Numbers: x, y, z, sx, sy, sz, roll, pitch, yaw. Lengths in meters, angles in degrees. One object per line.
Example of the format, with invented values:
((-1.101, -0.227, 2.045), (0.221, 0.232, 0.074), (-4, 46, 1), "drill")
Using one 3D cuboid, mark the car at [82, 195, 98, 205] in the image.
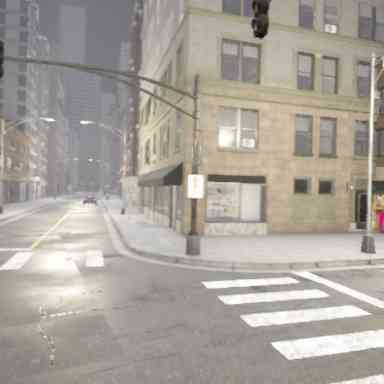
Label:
((-14.422, 1.111, 47.176), (1.812, 1.442, 4.674), (2, 0, -16), "car")
